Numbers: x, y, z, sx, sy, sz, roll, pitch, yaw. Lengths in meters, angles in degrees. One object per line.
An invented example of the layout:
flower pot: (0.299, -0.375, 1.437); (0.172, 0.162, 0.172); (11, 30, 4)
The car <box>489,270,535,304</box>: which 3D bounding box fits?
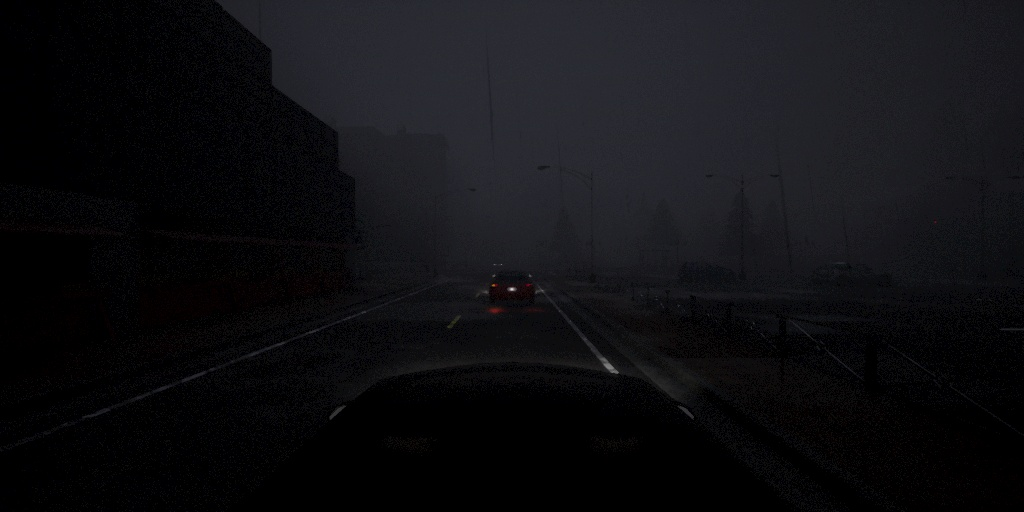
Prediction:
car: (0.000, 1.321, 16.500); (1.994, 1.385, 4.181); (0, 0, 0)
